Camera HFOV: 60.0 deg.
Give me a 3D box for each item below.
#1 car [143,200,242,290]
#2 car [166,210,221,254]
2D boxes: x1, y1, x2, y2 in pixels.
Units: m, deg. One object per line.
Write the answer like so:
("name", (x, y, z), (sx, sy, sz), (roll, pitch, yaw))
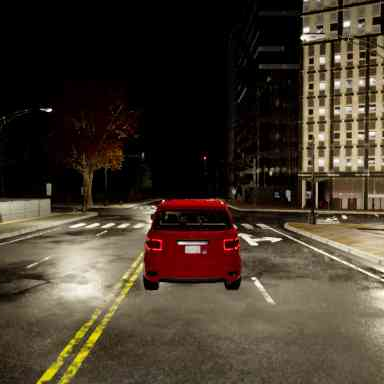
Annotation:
("car", (-0.020, 1.218, 9.188), (2.150, 2.045, 5.566), (0, 0, -1))
("car", (0.066, 1.560, 14.127), (1.994, 1.385, 4.181), (0, 0, 0))
